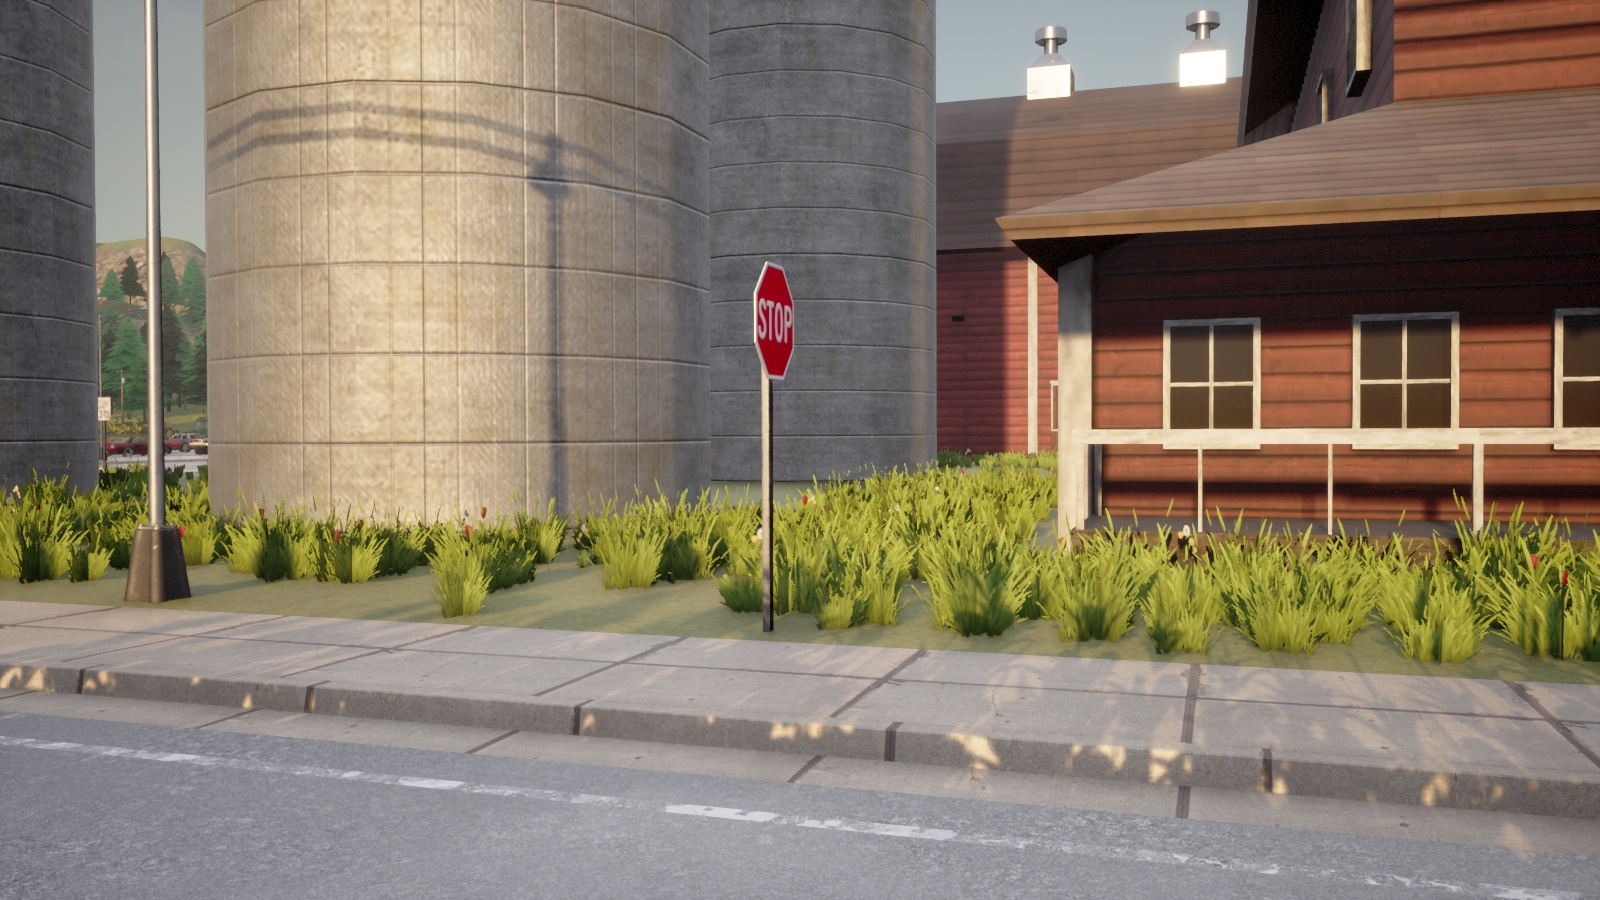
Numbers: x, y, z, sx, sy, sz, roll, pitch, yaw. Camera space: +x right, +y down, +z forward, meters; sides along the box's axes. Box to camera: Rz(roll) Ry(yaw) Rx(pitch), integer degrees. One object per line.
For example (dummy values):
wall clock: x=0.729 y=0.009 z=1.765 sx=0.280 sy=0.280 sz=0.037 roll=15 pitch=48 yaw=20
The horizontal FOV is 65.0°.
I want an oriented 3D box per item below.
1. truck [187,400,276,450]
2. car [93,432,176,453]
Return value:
truck: x=-40.883 y=-1.760 z=90.609 sx=2.891 sy=3.462 sz=7.936 roll=0 pitch=1 yaw=-1
car: x=-42.592 y=-0.521 z=80.460 sx=1.895 sy=1.301 sz=4.718 roll=1 pitch=1 yaw=18
